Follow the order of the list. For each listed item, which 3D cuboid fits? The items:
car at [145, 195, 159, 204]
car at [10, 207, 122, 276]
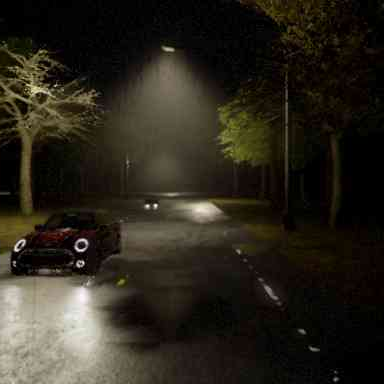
[{"bbox_3d":[-6.385,1.231,53.373,1.994,1.385,4.181,0,1,-5],"label":"car"},{"bbox_3d":[-3.609,1.341,10.366,2.097,1.767,4.553,0,0,0],"label":"car"}]
